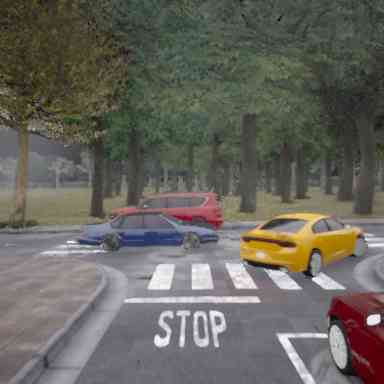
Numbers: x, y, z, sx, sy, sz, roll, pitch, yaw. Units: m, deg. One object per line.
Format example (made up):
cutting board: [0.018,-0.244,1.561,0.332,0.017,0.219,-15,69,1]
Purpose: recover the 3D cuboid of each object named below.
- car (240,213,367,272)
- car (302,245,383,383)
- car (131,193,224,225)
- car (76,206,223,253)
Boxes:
car: [3.531,1.380,10.128,5.008,1.535,1.882,-2,1,-44]
car: [2.626,1.528,2.672,1.887,1.381,4.507,-1,0,0]
car: [-1.264,1.098,16.055,5.566,2.045,2.150,-1,1,0]
car: [-1.672,1.494,13.117,5.357,1.411,2.033,-1,1,0]
